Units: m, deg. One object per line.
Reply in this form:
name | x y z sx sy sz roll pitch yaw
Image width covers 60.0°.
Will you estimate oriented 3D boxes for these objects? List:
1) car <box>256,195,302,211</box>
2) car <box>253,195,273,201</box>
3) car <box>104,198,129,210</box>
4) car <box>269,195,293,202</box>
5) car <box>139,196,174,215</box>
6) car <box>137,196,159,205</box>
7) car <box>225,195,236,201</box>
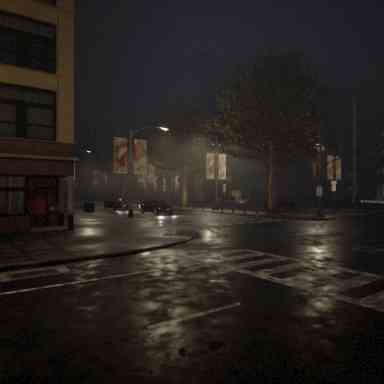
car | 10.374 1.477 40.345 1.882 1.535 5.008 0 0 -36
car | 17.668 1.463 83.113 1.895 1.301 4.718 0 0 -36
car | -9.662 1.491 42.307 2.128 1.511 4.902 0 0 -36
car | 18.470 1.320 69.180 2.002 1.452 4.674 0 0 -36
car | -3.689 1.505 33.934 1.837 1.490 4.892 0 0 -36
car | -8.022 1.505 59.875 1.837 1.490 4.892 0 0 -36
car | 8.006 1.413 76.680 2.161 1.482 4.786 0 0 -36
